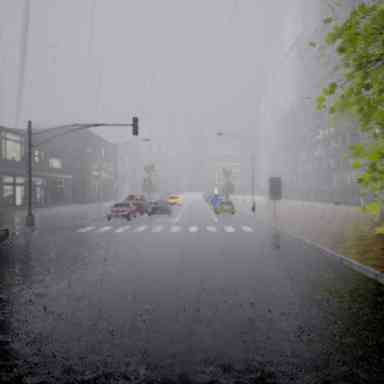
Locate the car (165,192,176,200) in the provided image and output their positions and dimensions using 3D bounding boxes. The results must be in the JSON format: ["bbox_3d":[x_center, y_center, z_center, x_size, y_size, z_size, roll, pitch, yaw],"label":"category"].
[{"bbox_3d":[-4.792,0.926,75.934,2.192,1.841,5.009,0,0,1],"label":"car"}]

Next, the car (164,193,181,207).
[{"bbox_3d":[-2.521,1.236,46.742,1.882,1.535,5.008,0,0,1],"label":"car"}]

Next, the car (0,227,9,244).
[{"bbox_3d":[-9.371,1.502,12.232,4.718,1.301,1.895,1,0,13],"label":"car"}]

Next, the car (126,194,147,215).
[{"bbox_3d":[-5.303,1.161,31.529,2.192,1.841,5.009,0,0,1],"label":"car"}]

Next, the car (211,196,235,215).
[{"bbox_3d":[3.078,1.348,31.606,1.752,1.417,4.829,0,0,1],"label":"car"}]

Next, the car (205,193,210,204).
[{"bbox_3d":[3.267,1.286,48.088,2.008,1.369,4.403,0,0,1],"label":"car"}]

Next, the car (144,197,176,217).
[{"bbox_3d":[-2.739,1.414,29.476,1.994,1.385,4.181,0,0,1],"label":"car"}]

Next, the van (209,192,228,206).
[{"bbox_3d":[3.140,1.135,36.986,1.690,1.788,3.998,0,0,1],"label":"van"}]

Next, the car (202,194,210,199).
[{"bbox_3d":[3.715,1.097,86.943,1.947,1.339,4.313,0,0,1],"label":"car"}]

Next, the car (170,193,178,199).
[{"bbox_3d":[-4.667,1.079,86.867,1.752,1.417,4.829,0,0,1],"label":"car"}]

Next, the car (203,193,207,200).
[{"bbox_3d":[3.396,1.242,59.189,1.947,1.339,4.313,0,0,1],"label":"car"}]

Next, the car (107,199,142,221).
[{"bbox_3d":[-5.368,1.457,25.980,1.802,1.307,4.206,0,0,1],"label":"car"}]

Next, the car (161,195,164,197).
[{"bbox_3d":[-5.176,1.338,42.632,2.008,1.369,4.403,0,0,1],"label":"car"}]

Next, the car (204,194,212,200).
[{"bbox_3d":[3.590,1.113,76.011,1.752,1.417,4.829,0,0,1],"label":"car"}]
